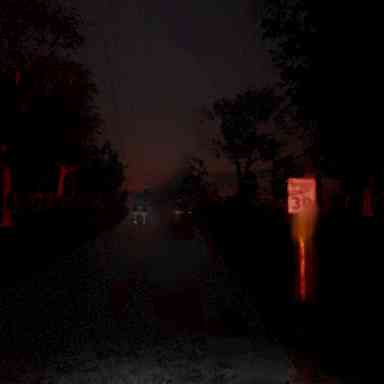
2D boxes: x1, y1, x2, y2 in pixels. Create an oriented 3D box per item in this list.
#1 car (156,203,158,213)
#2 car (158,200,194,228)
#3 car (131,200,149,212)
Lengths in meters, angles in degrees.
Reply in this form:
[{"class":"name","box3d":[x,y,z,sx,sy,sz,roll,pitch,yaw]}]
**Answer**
[{"class":"car","box3d":[-3.408,1.749,40.917,1.882,1.535,5.008,1,-1,-9]},{"class":"car","box3d":[-1.094,1.419,23.009,2.097,1.767,4.553,1,0,-5]},{"class":"car","box3d":[-6.662,1.752,42.551,2.128,1.511,4.902,1,-1,-10]}]
